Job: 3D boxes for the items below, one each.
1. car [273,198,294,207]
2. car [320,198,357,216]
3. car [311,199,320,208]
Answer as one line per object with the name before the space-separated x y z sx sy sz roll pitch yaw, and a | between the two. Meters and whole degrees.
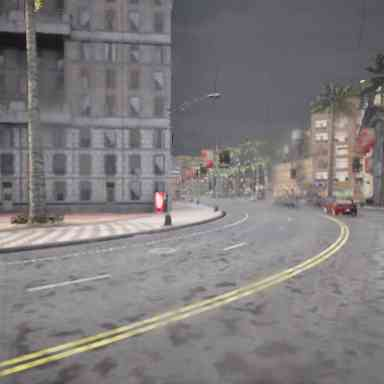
car | 13.654 1.515 49.786 1.994 1.385 4.181 0 0 -5
car | 14.034 1.426 31.614 1.882 1.535 5.008 0 0 8
car | 17.719 1.483 44.061 2.033 1.411 5.357 0 0 -5
